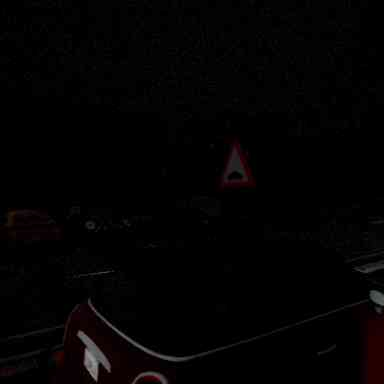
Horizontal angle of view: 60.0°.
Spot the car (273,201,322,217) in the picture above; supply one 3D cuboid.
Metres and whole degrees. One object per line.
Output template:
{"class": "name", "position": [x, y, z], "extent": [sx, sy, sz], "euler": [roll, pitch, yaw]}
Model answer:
{"class": "car", "position": [6.718, 1.392, 23.382], "extent": [2.163, 1.488, 4.792], "euler": [-1, 0, -35]}

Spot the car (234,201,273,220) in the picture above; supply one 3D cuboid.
{"class": "car", "position": [2.255, 1.289, 20.277], "extent": [2.185, 1.767, 4.553], "euler": [-1, 0, -35]}

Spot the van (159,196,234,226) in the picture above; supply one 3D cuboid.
{"class": "van", "position": [-0.028, 1.211, 18.469], "extent": [1.878, 1.987, 4.442], "euler": [0, 0, -35]}

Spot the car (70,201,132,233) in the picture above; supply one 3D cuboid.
{"class": "car", "position": [-4.541, 1.338, 15.436], "extent": [2.185, 1.767, 4.553], "euler": [0, 0, -35]}

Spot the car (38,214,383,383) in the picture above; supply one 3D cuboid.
{"class": "car", "position": [0.948, 1.339, 3.808], "extent": [4.553, 1.767, 2.097], "euler": [0, 0, -36]}

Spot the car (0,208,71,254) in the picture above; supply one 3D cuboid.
{"class": "car", "position": [-6.885, 1.475, 13.722], "extent": [2.097, 1.535, 5.008], "euler": [0, 0, -35]}
